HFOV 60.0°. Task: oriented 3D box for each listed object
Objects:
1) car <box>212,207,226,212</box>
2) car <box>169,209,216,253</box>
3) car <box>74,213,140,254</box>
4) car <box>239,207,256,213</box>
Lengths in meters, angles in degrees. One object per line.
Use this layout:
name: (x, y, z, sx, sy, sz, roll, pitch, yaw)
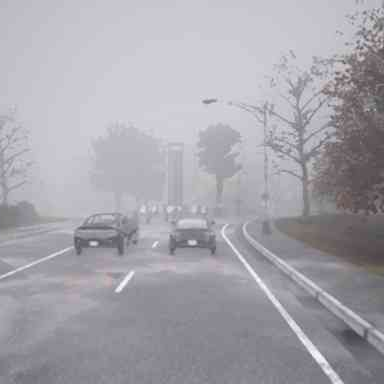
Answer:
car: (5.868, 4.409, 82.102, 4.718, 1.301, 1.895, -1, -3, 24)
car: (0.040, 1.688, 14.284, 1.812, 1.442, 4.674, 0, -1, 1)
car: (-3.462, 1.655, 14.219, 2.128, 1.511, 4.902, 0, -1, 1)
car: (13.460, 4.278, 80.609, 1.994, 1.385, 4.181, 3, -4, -45)
